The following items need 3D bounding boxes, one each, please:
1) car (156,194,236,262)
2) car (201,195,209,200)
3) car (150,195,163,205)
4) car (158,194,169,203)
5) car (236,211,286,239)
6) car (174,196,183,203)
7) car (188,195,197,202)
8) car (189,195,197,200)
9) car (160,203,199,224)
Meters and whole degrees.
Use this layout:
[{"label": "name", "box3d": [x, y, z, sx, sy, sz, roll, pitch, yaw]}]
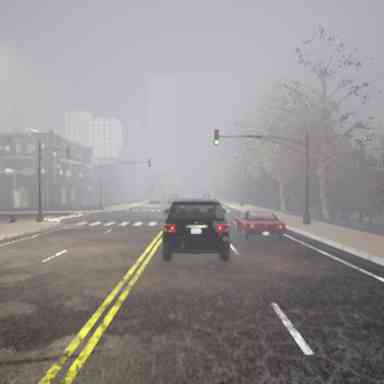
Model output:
[{"label": "car", "box3d": [0.128, 1.234, 12.358, 2.150, 2.045, 5.566, 0, 0, 0]}, {"label": "car", "box3d": [3.441, 1.505, 89.054, 1.895, 1.301, 4.718, 0, 0, 0]}, {"label": "car", "box3d": [-6.409, 1.657, 59.481, 1.895, 1.301, 4.718, 0, 0, 1]}, {"label": "car", "box3d": [-6.339, 1.423, 74.713, 2.097, 1.767, 4.553, 0, 0, 0]}, {"label": "car", "box3d": [3.389, 1.619, 17.449, 1.895, 1.301, 4.718, 0, 0, 0]}, {"label": "car", "box3d": [-3.089, 1.592, 74.968, 1.812, 1.442, 4.674, 0, 0, 0]}, {"label": "car", "box3d": [0.168, 1.588, 78.612, 2.128, 1.511, 4.902, 0, 0, 0]}, {"label": "car", "box3d": [0.191, 1.450, 89.031, 2.033, 1.411, 5.357, 0, 0, 0]}, {"label": "car", "box3d": [-1.098, 1.629, 26.433, 1.895, 1.301, 4.718, 0, 0, -18]}]
